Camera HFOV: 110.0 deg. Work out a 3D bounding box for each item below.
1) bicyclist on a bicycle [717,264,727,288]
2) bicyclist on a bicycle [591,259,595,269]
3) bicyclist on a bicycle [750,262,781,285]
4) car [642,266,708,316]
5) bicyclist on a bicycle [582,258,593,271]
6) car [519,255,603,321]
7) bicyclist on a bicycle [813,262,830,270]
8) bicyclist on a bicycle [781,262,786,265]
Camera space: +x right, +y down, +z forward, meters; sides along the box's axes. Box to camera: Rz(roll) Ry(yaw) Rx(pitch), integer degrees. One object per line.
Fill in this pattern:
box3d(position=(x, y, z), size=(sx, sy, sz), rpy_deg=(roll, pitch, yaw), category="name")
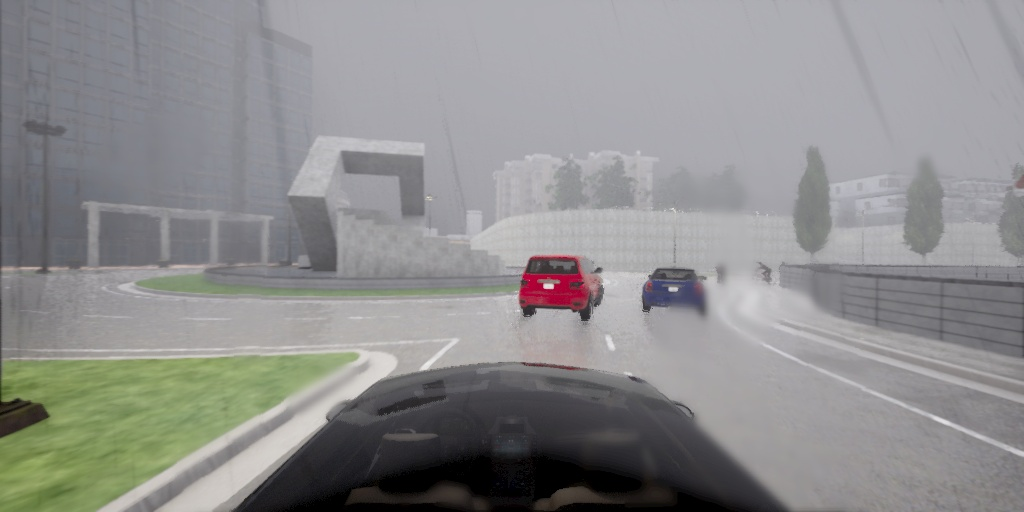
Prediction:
box3d(position=(14.266, 1.337, 24.414), size=(0.582, 1.620, 1.656), rpy_deg=(1, 0, 29), category="bicyclist on a bicycle")
box3d(position=(11.027, 1.230, 49.617), size=(1.656, 1.620, 0.582), rpy_deg=(-6, 13, -40), category="bicyclist on a bicycle")
box3d(position=(17.837, 1.226, 25.450), size=(0.582, 1.620, 1.656), rpy_deg=(1, 0, -44), category="bicyclist on a bicycle")
box3d(position=(6.465, 1.160, 14.057), size=(2.097, 1.767, 4.553), rpy_deg=(1, 0, 27), category="car")
box3d(position=(10.590, 1.188, 50.061), size=(1.656, 1.620, 0.582), rpy_deg=(-12, 8, -42), category="bicyclist on a bicycle")
box3d(position=(1.932, 0.977, 12.918), size=(2.150, 2.045, 5.566), rpy_deg=(0, 0, 19), category="car")
box3d(position=(21.363, 1.040, 24.943), size=(0.582, 1.656, 1.620), rpy_deg=(28, -6, 9), category="bicyclist on a bicycle")
box3d(position=(19.345, 1.247, 25.513), size=(0.582, 1.620, 1.656), rpy_deg=(1, 0, 19), category="bicyclist on a bicycle")
